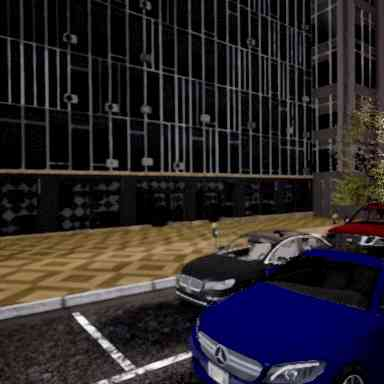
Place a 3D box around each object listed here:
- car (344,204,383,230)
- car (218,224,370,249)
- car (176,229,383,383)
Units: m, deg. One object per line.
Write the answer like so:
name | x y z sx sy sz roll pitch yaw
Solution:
car | 6.316 1.310 10.615 5.009 1.841 2.192 0 -1 -35
car | 1.718 1.548 7.334 4.403 1.369 2.008 0 -1 -35
car | 2.153 1.524 4.594 4.674 1.442 1.812 0 0 -35
